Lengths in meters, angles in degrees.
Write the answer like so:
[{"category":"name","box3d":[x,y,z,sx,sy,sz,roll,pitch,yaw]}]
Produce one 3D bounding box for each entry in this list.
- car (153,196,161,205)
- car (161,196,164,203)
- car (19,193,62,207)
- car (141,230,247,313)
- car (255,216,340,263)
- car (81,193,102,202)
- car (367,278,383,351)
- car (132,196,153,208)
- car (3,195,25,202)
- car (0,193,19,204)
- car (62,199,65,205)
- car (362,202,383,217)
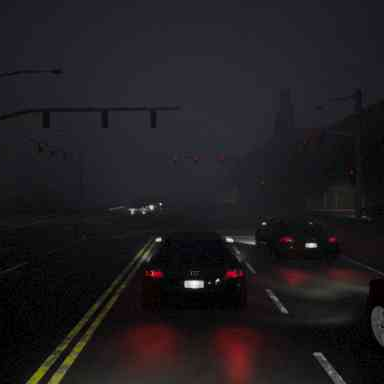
[{"category":"car","box3d":[-7.123,1.479,57.333,2.128,1.511,4.902,0,0,2]},{"category":"car","box3d":[-6.817,1.511,67.442,1.812,1.442,4.674,0,0,2]},{"category":"car","box3d":[-21.558,1.143,47.448,4.605,1.855,1.932,0,0,0]},{"category":"car","box3d":[0.044,1.562,7.749,1.994,1.385,4.181,0,0,0]},{"category":"car","box3d":[3.546,1.561,11.928,1.994,1.385,4.181,0,0,0]},{"category":"car","box3d":[-21.568,1.141,69.966,3.866,1.878,1.905,0,0,0]},{"category":"car","box3d":[3.596,1.477,3.079,1.882,1.535,5.008,0,0,0]},{"category":"car","box3d":[-7.307,1.467,47.783,1.882,1.535,5.008,0,0,1]},{"category":"car","box3d":[-39.028,1.348,72.820,3.905,1.438,1.784,0,0,0]},{"category":"car","box3d":[-39.089,1.138,69.923,4.605,1.855,1.932,0,0,0]},{"category":"car","box3d":[-21.507,1.145,50.342,3.866,1.878,1.905,0,0,0]},{"category":"car","box3d":[18.683,1.540,30.835,5.357,1.411,2.033,0,0,0]}]
